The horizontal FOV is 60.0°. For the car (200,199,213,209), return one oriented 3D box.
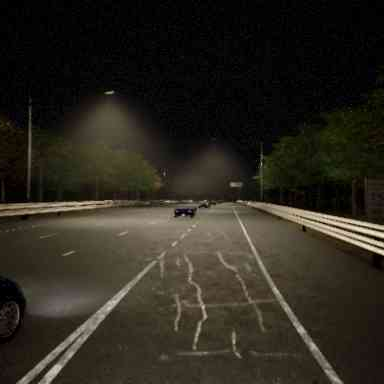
[{"bbox_3d":[2.329,2.368,60.796,1.895,1.301,4.718,1,-1,6],"label":"car"}]

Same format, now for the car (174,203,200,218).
[{"bbox_3d":[-0.581,1.923,33.970,1.895,1.301,4.718,1,-1,6],"label":"car"}]

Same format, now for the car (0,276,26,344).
[{"bbox_3d":[-3.791,1.508,3.541,1.812,1.442,4.674,1,-1,6],"label":"car"}]

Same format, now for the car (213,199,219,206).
[{"bbox_3d":[5.560,2.791,89.733,2.097,1.767,4.553,1,-1,6],"label":"car"}]
